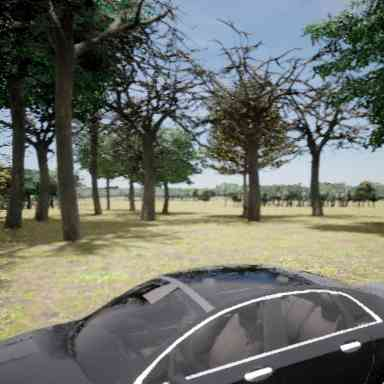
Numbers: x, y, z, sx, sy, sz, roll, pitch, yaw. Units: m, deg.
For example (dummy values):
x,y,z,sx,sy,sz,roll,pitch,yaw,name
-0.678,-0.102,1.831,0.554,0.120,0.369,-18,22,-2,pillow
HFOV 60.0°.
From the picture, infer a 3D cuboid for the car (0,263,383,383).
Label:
x,y,z,sx,sy,sz,roll,pitch,yaw,name
0.177,1.573,3.268,4.892,1.490,1.837,0,-1,-25,car
